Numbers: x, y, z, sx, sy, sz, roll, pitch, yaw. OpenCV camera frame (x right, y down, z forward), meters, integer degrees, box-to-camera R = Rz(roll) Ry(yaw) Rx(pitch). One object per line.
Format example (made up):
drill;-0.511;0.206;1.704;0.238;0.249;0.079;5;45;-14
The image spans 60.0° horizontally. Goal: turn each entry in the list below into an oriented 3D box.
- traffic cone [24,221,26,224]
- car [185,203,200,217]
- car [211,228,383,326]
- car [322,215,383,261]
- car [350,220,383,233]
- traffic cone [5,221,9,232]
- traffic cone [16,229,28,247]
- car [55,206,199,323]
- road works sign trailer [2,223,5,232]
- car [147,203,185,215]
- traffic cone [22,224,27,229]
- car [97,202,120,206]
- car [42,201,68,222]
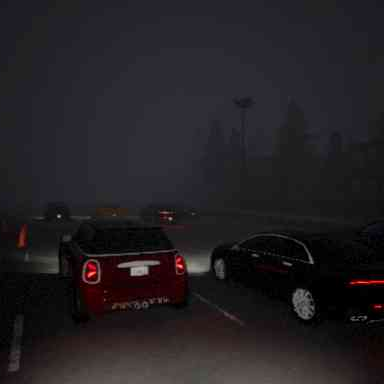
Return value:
traffic cone;-8.740;1.943;17.319;0.340;0.580;0.340;1;0;-25
car;-0.894;1.690;30.211;1.812;1.442;4.674;1;0;-25
car;2.158;1.577;7.416;1.837;1.490;4.892;1;0;-25
car;7.618;1.718;12.241;2.033;1.411;5.357;1;0;-25
car;5.617;1.599;8.288;1.882;1.535;5.008;1;0;-25
traffic cone;-10.499;1.928;18.700;0.340;0.580;0.340;1;0;-25
traffic cone;-7.030;1.944;13.703;0.340;0.580;0.340;1;0;-25
car;-1.808;1.373;7.622;2.097;1.767;4.553;1;0;-25
road works sign trailer;-5.362;0.434;6.747;2.380;3.560;2.880;1;0;-25
car;-2.557;1.620;25.570;1.837;1.490;4.892;1;0;-25
traffic cone;-7.885;1.944;15.511;0.340;0.580;0.340;1;0;-25
car;-6.580;1.543;25.895;1.882;1.535;5.008;1;0;-25
car;-10.770;1.520;26.568;1.837;1.490;4.892;1;0;-25
